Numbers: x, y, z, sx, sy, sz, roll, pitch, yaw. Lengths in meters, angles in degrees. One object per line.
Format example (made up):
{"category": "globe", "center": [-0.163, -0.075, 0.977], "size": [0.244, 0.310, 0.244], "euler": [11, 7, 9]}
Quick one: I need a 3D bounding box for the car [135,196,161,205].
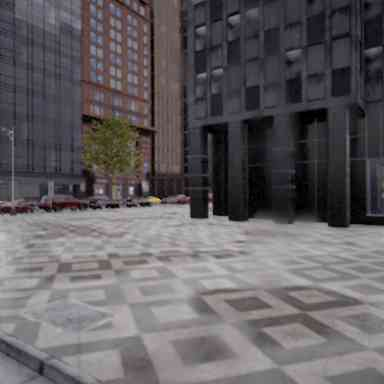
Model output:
{"category": "car", "center": [-7.633, 1.413, 58.151], "size": [1.752, 1.417, 4.829], "euler": [0, 0, 35]}

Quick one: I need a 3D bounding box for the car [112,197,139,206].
{"category": "car", "center": [-10.745, 1.481, 53.654], "size": [1.802, 1.307, 4.206], "euler": [0, 0, 35]}

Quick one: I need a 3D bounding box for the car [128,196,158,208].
{"category": "car", "center": [-6.948, 1.406, 44.161], "size": [1.947, 1.339, 4.313], "euler": [0, 0, 35]}

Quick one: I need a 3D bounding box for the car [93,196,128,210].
{"category": "car", "center": [-10.156, 1.421, 39.525], "size": [1.947, 1.339, 4.313], "euler": [0, 0, 35]}

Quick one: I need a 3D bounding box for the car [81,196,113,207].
{"category": "car", "center": [-13.956, 1.352, 49.017], "size": [1.967, 1.590, 4.097], "euler": [0, 0, 35]}

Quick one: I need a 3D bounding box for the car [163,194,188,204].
{"category": "car", "center": [-2.876, 1.221, 60.009], "size": [2.097, 1.767, 4.553], "euler": [-1, 0, 35]}

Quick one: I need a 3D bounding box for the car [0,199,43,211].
{"category": "car", "center": [-20.373, 1.509, 39.743], "size": [1.947, 1.339, 4.313], "euler": [0, 0, 35]}

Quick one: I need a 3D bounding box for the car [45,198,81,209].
{"category": "car", "center": [-17.164, 1.509, 44.380], "size": [1.802, 1.307, 4.206], "euler": [0, 0, 35]}

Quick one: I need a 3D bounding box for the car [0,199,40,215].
{"category": "car", "center": [-16.574, 1.472, 30.252], "size": [1.802, 1.307, 4.206], "euler": [0, 0, 35]}

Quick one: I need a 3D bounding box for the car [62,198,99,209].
{"category": "car", "center": [-14.485, 1.466, 43.396], "size": [1.994, 1.385, 4.181], "euler": [-1, 0, 35]}

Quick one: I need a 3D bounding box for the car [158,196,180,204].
{"category": "car", "center": [-4.327, 1.444, 62.929], "size": [1.947, 1.339, 4.313], "euler": [0, 0, 35]}

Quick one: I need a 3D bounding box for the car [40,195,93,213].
{"category": "car", "center": [-13.366, 1.186, 34.889], "size": [2.192, 1.841, 5.009], "euler": [0, 0, 35]}

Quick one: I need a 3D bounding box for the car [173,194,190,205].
{"category": "car", "center": [-0.530, 1.361, 53.435], "size": [1.887, 1.381, 4.507], "euler": [0, 0, 35]}

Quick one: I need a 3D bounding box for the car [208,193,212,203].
{"category": "car", "center": [2.678, 1.121, 58.073], "size": [2.192, 1.841, 5.009], "euler": [0, 0, 35]}

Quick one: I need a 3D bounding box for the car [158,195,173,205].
{"category": "car", "center": [-2.835, 1.386, 54.703], "size": [2.033, 1.411, 5.357], "euler": [-1, 0, 35]}

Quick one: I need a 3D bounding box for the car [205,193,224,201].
{"category": "car", "center": [5.300, 1.167, 76.841], "size": [2.192, 1.841, 5.009], "euler": [0, 0, 35]}
